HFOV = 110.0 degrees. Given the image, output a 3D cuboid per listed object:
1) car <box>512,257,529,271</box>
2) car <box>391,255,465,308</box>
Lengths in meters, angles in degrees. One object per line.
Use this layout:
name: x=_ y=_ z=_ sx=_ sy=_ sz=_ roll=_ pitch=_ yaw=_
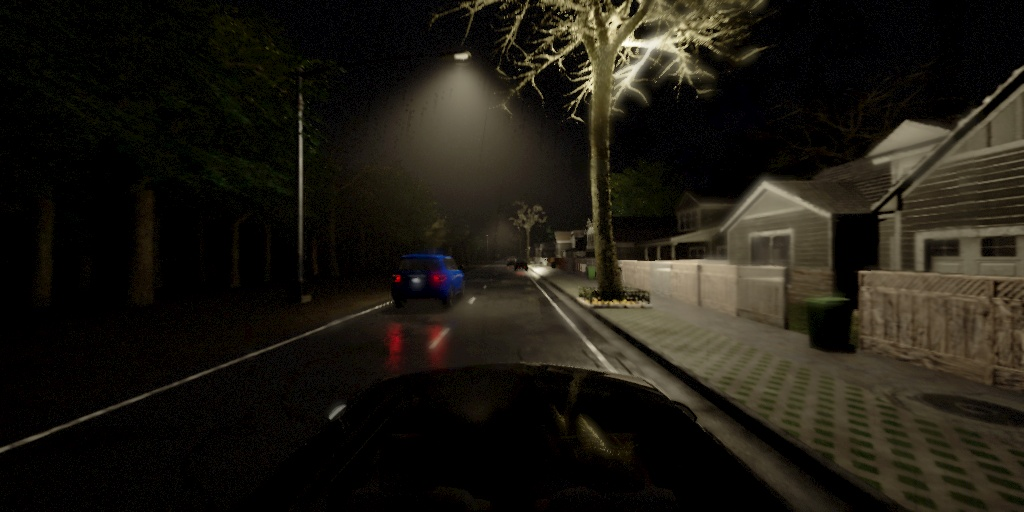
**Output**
car: x=1.220 y=1.287 z=48.950 sx=1.837 sy=1.490 sz=4.892 roll=0 pitch=0 yaw=0
car: x=-3.402 y=0.975 z=15.464 sx=2.150 sy=2.045 sz=5.566 roll=0 pitch=0 yaw=0
